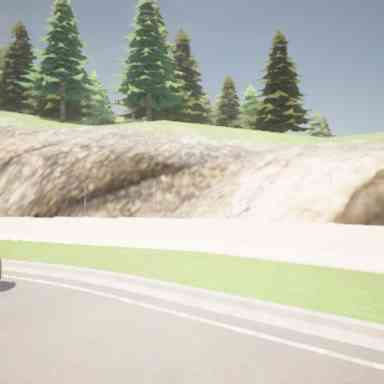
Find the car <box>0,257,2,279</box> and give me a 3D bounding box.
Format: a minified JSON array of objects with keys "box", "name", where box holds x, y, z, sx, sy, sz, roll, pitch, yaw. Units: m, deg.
[{"box":[-6.785,1.426,7.749,4.553,1.767,2.097,0,0,21],"name":"car"}]
